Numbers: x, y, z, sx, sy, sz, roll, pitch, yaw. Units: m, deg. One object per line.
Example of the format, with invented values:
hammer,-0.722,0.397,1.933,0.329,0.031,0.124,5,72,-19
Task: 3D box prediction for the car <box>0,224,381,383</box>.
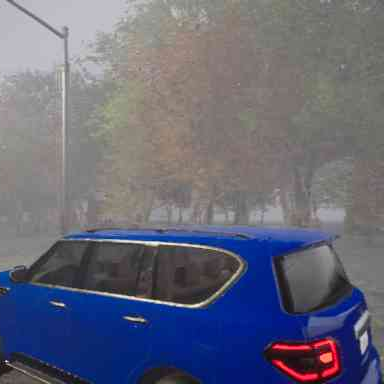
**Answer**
car,-0.750,1.454,4.328,5.566,2.045,2.150,-3,-5,35
